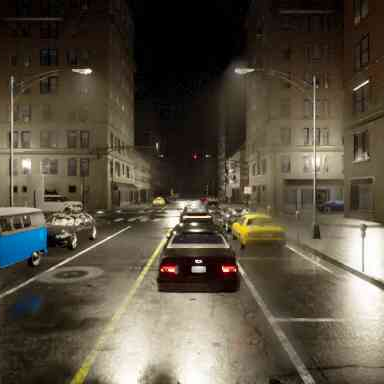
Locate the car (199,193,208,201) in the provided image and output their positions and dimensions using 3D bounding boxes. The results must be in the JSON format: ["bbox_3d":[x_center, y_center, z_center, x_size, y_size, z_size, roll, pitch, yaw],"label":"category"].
[{"bbox_3d":[2.931,1.434,69.120,1.967,1.590,4.097,0,0,0],"label":"car"}]

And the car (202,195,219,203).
[{"bbox_3d":[2.834,1.549,46.393,2.008,1.369,4.403,0,0,0],"label":"car"}]

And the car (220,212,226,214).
[{"bbox_3d":[2.720,1.550,19.517,2.008,1.369,4.403,0,0,0],"label":"car"}]

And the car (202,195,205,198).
[{"bbox_3d":[2.858,1.579,52.074,1.802,1.307,4.206,0,0,0],"label":"car"}]

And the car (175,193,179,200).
[{"bbox_3d":[-5.021,1.428,86.194,1.967,1.590,4.097,0,0,0],"label":"car"}]

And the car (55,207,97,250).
[{"bbox_3d":[-5.332,1.550,14.145,2.008,1.369,4.403,0,0,0],"label":"car"}]

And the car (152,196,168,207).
[{"bbox_3d":[-5.168,1.523,51.938,1.752,1.417,4.829,0,0,0],"label":"car"}]

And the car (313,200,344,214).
[{"bbox_3d":[14.660,1.473,34.106,4.181,1.385,1.994,0,0,0],"label":"car"}]

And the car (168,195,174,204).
[{"bbox_3d":[-5.118,1.561,63.470,1.947,1.339,4.313,0,0,0],"label":"car"}]

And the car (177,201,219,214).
[{"bbox_3d":[0.192,1.491,19.416,2.128,1.511,4.902,0,0,-2],"label":"car"}]

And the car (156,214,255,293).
[{"bbox_3d":[0.136,1.547,8.970,2.033,1.411,5.357,0,0,0],"label":"car"}]

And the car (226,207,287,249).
[{"bbox_3d":[2.703,1.525,14.281,1.752,1.417,4.829,0,0,0],"label":"car"}]

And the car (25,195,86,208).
[{"bbox_3d":[-12.704,1.283,31.033,5.566,2.045,2.150,0,0,4],"label":"car"}]

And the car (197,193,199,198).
[{"bbox_3d":[2.980,1.305,80.483,2.192,1.841,5.009,0,0,0],"label":"car"}]

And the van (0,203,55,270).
[{"bbox_3d":[-5.357,1.341,8.738,1.690,1.788,3.998,0,0,0],"label":"van"}]

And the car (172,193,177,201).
[{"bbox_3d":[-5.069,1.542,74.832,2.008,1.369,4.403,0,0,0],"label":"car"}]

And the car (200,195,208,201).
[{"bbox_3d":[3.004,1.554,86.165,1.947,1.339,4.313,0,0,0],"label":"car"}]
